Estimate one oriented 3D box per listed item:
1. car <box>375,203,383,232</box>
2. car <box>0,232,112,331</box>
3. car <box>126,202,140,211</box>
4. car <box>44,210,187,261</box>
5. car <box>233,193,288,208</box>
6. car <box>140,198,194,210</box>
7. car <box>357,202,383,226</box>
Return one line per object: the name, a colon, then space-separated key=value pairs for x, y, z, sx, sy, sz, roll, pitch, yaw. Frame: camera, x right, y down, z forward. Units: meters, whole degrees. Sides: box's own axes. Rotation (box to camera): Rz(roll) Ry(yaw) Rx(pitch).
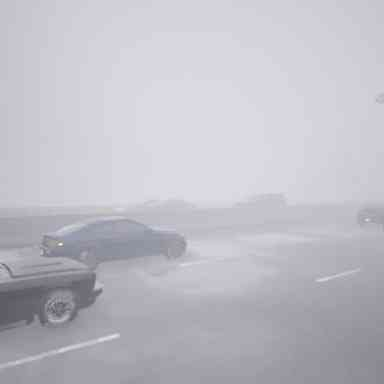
car: x=11.116 y=1.390 z=15.982 sx=5.008 sy=1.535 sz=1.882 roll=0 pitch=0 yaw=-36
car: x=-3.923 y=1.602 z=5.247 sx=4.718 sy=1.301 sz=1.895 roll=0 pitch=0 yaw=-36
car: x=-4.630 y=1.447 z=35.036 sx=4.674 sy=1.442 sz=1.812 roll=0 pitch=0 yaw=-35
car: x=-2.346 y=1.506 z=10.673 sx=4.674 sy=1.442 sz=1.812 roll=0 pitch=0 yaw=-36
car: x=6.213 y=1.100 z=29.809 sx=5.566 sy=2.045 sz=2.150 roll=0 pitch=0 yaw=-35
car: x=-2.112 y=1.396 z=32.526 sx=5.008 sy=1.535 sz=1.882 roll=0 pitch=0 yaw=-35
car: x=12.431 y=1.398 z=21.221 sx=4.892 sy=1.490 sz=1.837 roll=0 pitch=0 yaw=-36
